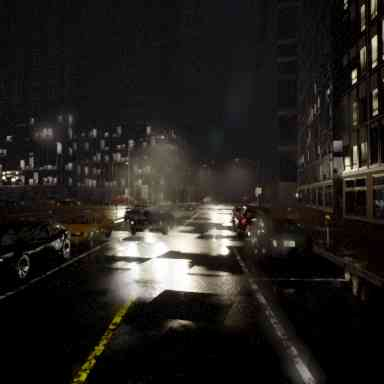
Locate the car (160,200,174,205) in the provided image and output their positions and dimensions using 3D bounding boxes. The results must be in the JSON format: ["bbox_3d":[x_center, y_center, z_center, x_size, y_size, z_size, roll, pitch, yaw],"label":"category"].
[{"bbox_3d":[-3.007,1.594,37.172,2.008,1.369,4.403,1,0,7],"label":"car"}]

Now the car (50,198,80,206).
[{"bbox_3d":[-20.660,1.695,55.345,4.403,1.369,2.008,0,-1,15],"label":"car"}]

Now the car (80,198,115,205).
[{"bbox_3d":[-15.266,1.675,53.868,4.313,1.339,1.947,0,-1,15],"label":"car"}]

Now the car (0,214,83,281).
[{"bbox_3d":[-5.123,1.574,9.990,1.947,1.339,4.313,1,0,2],"label":"car"}]

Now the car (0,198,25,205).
[{"bbox_3d":[-31.446,1.767,58.301,4.403,1.369,2.008,0,-1,15],"label":"car"}]

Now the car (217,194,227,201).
[{"bbox_3d":[8.109,1.529,89.920,2.192,1.841,5.009,1,0,16],"label":"car"}]

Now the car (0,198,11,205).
[{"bbox_3d":[-40.168,1.989,68.861,4.403,1.369,2.008,0,-1,15],"label":"car"}]

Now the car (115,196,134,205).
[{"bbox_3d":[-13.191,1.575,61.473,5.009,1.841,2.192,0,-1,15],"label":"car"}]

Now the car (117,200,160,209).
[{"bbox_3d":[-4.131,1.578,26.414,2.008,1.369,4.403,1,0,5],"label":"car"}]

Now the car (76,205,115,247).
[{"bbox_3d":[-4.894,1.540,15.314,1.752,1.417,4.829,1,0,3],"label":"car"}]

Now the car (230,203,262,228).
[{"bbox_3d":[3.651,1.556,23.235,1.887,1.381,4.507,1,0,5],"label":"car"}]

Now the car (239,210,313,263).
[{"bbox_3d":[2.974,1.570,11.925,1.947,1.339,4.313,1,0,2],"label":"car"}]

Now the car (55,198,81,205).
[{"bbox_3d":[-23.982,1.882,64.425,4.403,1.369,2.008,0,-1,15],"label":"car"}]

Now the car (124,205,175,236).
[{"bbox_3d":[-2.114,1.616,18.654,1.895,1.301,4.718,0,0,4],"label":"car"}]

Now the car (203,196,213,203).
[{"bbox_3d":[3.555,1.674,73.829,1.752,1.417,4.829,1,0,14],"label":"car"}]

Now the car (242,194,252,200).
[{"bbox_3d":[12.555,1.439,76.074,2.192,1.841,5.009,1,0,15],"label":"car"}]

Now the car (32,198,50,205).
[{"bbox_3d":[-29.541,1.893,65.949,4.829,1.417,1.752,0,-1,15],"label":"car"}]

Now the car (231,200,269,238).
[{"bbox_3d":[3.264,1.448,17.605,1.967,1.590,4.097,1,0,4],"label":"car"}]
